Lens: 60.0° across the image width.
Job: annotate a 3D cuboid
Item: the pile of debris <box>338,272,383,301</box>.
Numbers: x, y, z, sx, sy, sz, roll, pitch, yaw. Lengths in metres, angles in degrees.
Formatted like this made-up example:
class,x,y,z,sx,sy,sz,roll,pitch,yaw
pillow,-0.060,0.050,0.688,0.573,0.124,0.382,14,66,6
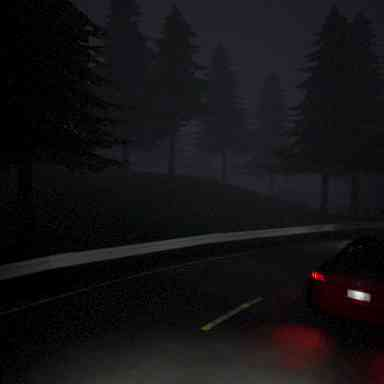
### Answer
class,x,y,z,sx,sy,sz,roll,pitch,yaw
pile of debris,4.538,2.185,7.609,1.860,0.140,1.500,0,0,-39

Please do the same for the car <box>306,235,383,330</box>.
class,x,y,z,sx,sy,sz,roll,pitch,yaw
car,3.970,1.568,6.600,1.994,1.385,4.181,1,1,44
